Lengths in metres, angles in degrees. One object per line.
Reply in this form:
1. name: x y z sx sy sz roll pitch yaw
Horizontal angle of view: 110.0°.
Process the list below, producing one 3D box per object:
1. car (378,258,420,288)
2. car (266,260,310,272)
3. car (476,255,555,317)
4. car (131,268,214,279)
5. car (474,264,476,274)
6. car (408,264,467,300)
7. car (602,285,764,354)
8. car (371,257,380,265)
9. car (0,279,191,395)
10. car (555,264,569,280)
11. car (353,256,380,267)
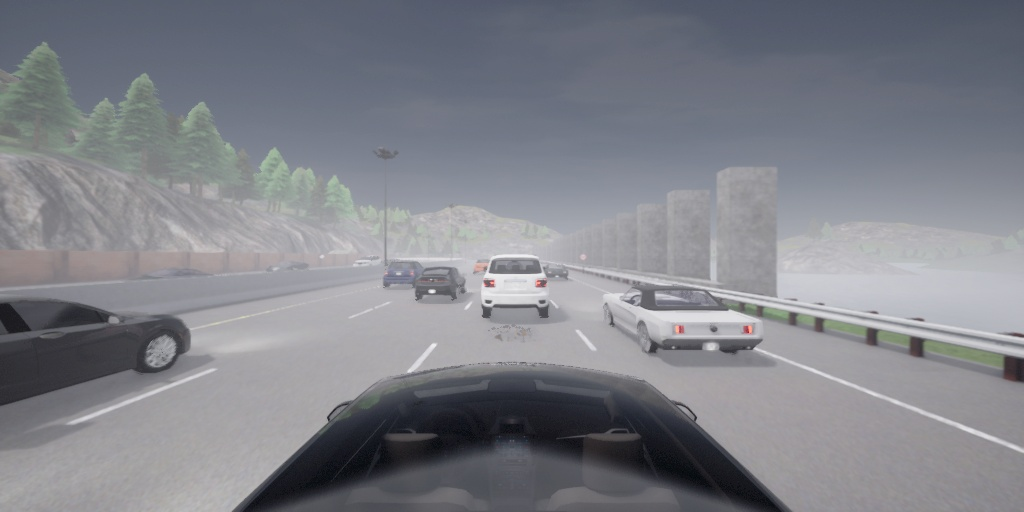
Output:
1. car: -6.889 1.103 23.941 2.097 1.767 4.553 0 0 0
2. car: -24.353 1.244 39.508 2.128 1.511 4.902 0 0 1
3. car: 0.102 0.972 13.275 2.150 2.045 5.566 0 0 0
4. car: -17.590 1.315 18.522 1.994 1.385 4.181 0 0 0
5. car: -3.113 1.104 41.150 2.097 1.767 4.553 0 0 1
6. car: -3.398 1.256 17.655 1.837 1.490 4.892 0 0 0
7. car: 3.607 1.351 8.703 1.895 1.301 4.718 0 0 0
8. car: -17.097 1.256 49.237 1.837 1.490 4.892 0 0 2
9. car: -6.900 1.255 4.659 1.837 1.490 4.892 0 0 0
10. car: 3.679 1.352 31.143 1.895 1.301 4.718 0 0 1
11. car: -20.537 0.973 51.341 2.150 2.045 5.566 0 0 2
